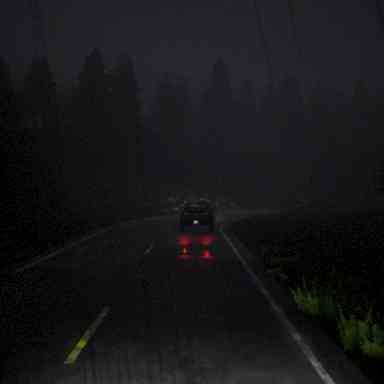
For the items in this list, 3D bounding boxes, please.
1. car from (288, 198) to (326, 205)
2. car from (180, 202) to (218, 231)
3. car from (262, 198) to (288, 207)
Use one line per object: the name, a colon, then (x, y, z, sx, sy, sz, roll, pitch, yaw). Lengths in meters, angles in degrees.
car: (12.526, 1.341, 33.950, 4.674, 1.442, 1.812, 4, -1, -23)
car: (0.439, 1.337, 19.545, 2.128, 1.511, 4.902, 0, 0, 6)
car: (10.142, 1.335, 36.785, 4.718, 1.301, 1.895, 2, 0, -23)
